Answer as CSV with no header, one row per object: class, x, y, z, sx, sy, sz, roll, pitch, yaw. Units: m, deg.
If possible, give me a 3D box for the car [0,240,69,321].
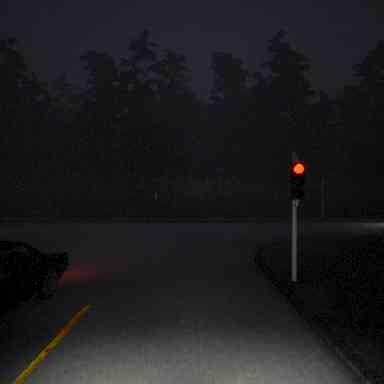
car,-3.915,1.601,5.659,1.895,1.301,4.718,0,0,2
